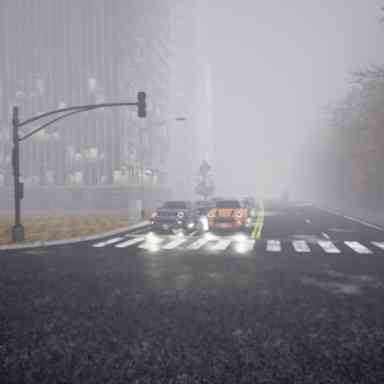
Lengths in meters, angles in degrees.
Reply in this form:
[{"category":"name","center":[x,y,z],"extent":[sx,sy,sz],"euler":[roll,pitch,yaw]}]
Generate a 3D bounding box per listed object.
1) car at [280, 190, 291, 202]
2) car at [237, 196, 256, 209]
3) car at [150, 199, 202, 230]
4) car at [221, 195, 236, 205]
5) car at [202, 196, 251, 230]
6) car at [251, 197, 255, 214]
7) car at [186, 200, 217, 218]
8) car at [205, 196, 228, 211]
[{"category":"car","center":[16.414,0.724,59.033],"extent":[1.511,2.128,4.902],"euler":[-4,2,10]},{"category":"car","center":[6.809,1.263,40.930],"extent":[2.033,1.411,5.357],"euler":[-1,0,12]},{"category":"car","center":[-0.992,1.285,20.723],"extent":[2.097,1.767,4.553],"euler":[-1,0,13]},{"category":"car","center":[5.716,1.262,51.539],"extent":[1.994,1.385,4.181],"euler":[-1,0,12]},{"category":"car","center":[2.230,1.230,20.239],"extent":[2.097,1.767,4.553],"euler":[-1,0,13]},{"category":"car","center":[4.331,1.351,29.473],"extent":[2.033,1.411,5.357],"euler":[-1,0,12]},{"category":"car","center":[0.924,1.430,29.139],"extent":[1.994,1.385,4.181],"euler":[-1,0,13]},{"category":"car","center":[2.843,1.275,37.923],"extent":[1.882,1.535,5.008],"euler":[-1,0,12]}]
